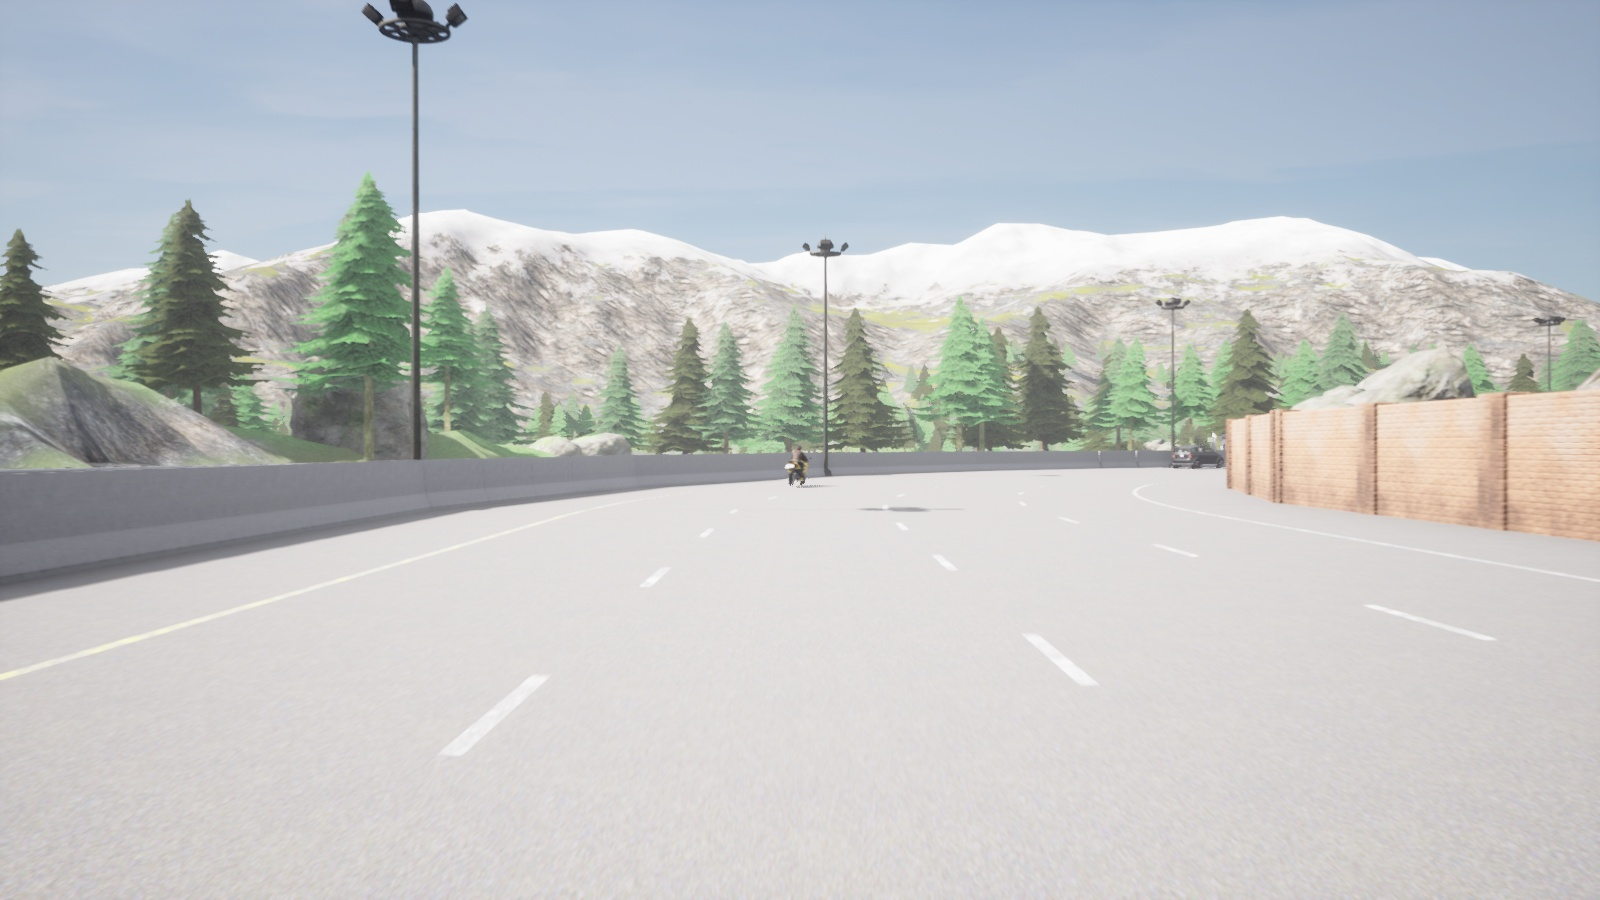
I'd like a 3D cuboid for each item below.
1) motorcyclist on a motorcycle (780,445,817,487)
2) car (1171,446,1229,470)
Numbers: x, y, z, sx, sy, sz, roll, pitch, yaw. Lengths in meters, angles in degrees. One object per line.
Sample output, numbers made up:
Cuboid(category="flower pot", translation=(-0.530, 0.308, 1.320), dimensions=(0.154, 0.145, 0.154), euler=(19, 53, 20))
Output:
Cuboid(category="motorcyclist on a motorcycle", translation=(-0.043, 0.598, 46.994), dimensions=(0.797, 1.523, 2.044), euler=(1, 0, 18))
Cuboid(category="car", translation=(26.321, 0.516, 82.566), dimensions=(3.705, 1.549, 1.789), euler=(0, 0, -35))
